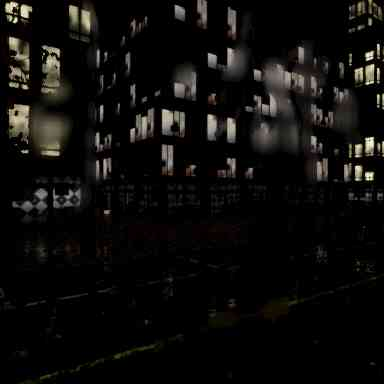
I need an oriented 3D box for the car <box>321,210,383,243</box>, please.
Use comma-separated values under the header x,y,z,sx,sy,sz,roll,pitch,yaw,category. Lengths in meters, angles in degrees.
x,y,z,sx,sy,sz,roll,pitch,yaw,category
8.146,1.563,16.222,4.313,1.339,1.947,0,0,-35,car
